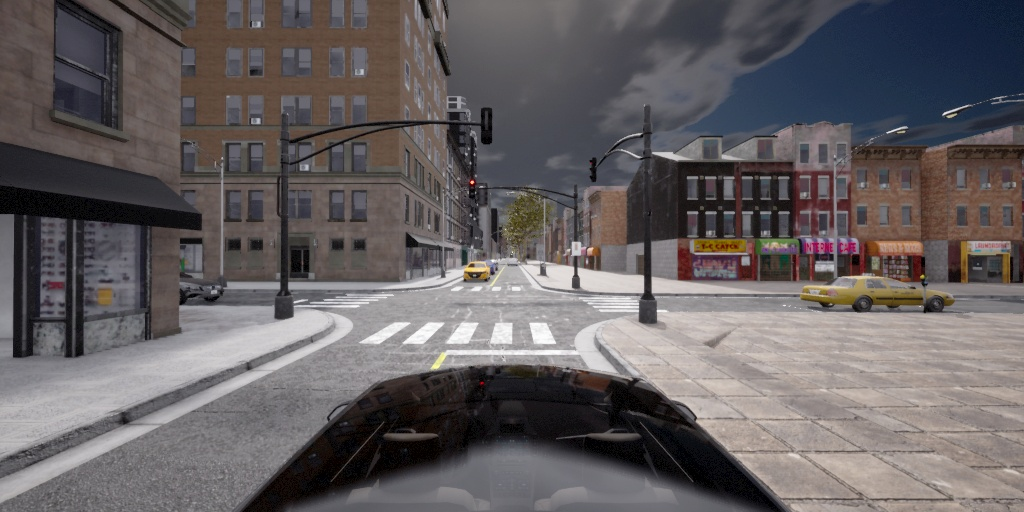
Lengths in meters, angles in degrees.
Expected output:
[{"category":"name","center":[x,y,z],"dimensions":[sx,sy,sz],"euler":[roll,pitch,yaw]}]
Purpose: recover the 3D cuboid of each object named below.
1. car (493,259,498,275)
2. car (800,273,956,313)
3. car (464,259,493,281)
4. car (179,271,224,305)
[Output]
[{"category":"car","center":[-2.860,1.209,39.205],"dimensions":[1.882,1.535,5.008],"euler":[0,0,0]},{"category":"car","center":[13.881,1.346,13.711],"dimensions":[4.829,1.417,1.751],"euler":[0,0,0]},{"category":"car","center":[-2.849,1.214,29.800],"dimensions":[1.882,1.535,5.008],"euler":[0,0,0]},{"category":"car","center":[-14.412,1.195,14.537],"dimensions":[4.674,1.442,1.812],"euler":[0,0,0]}]
